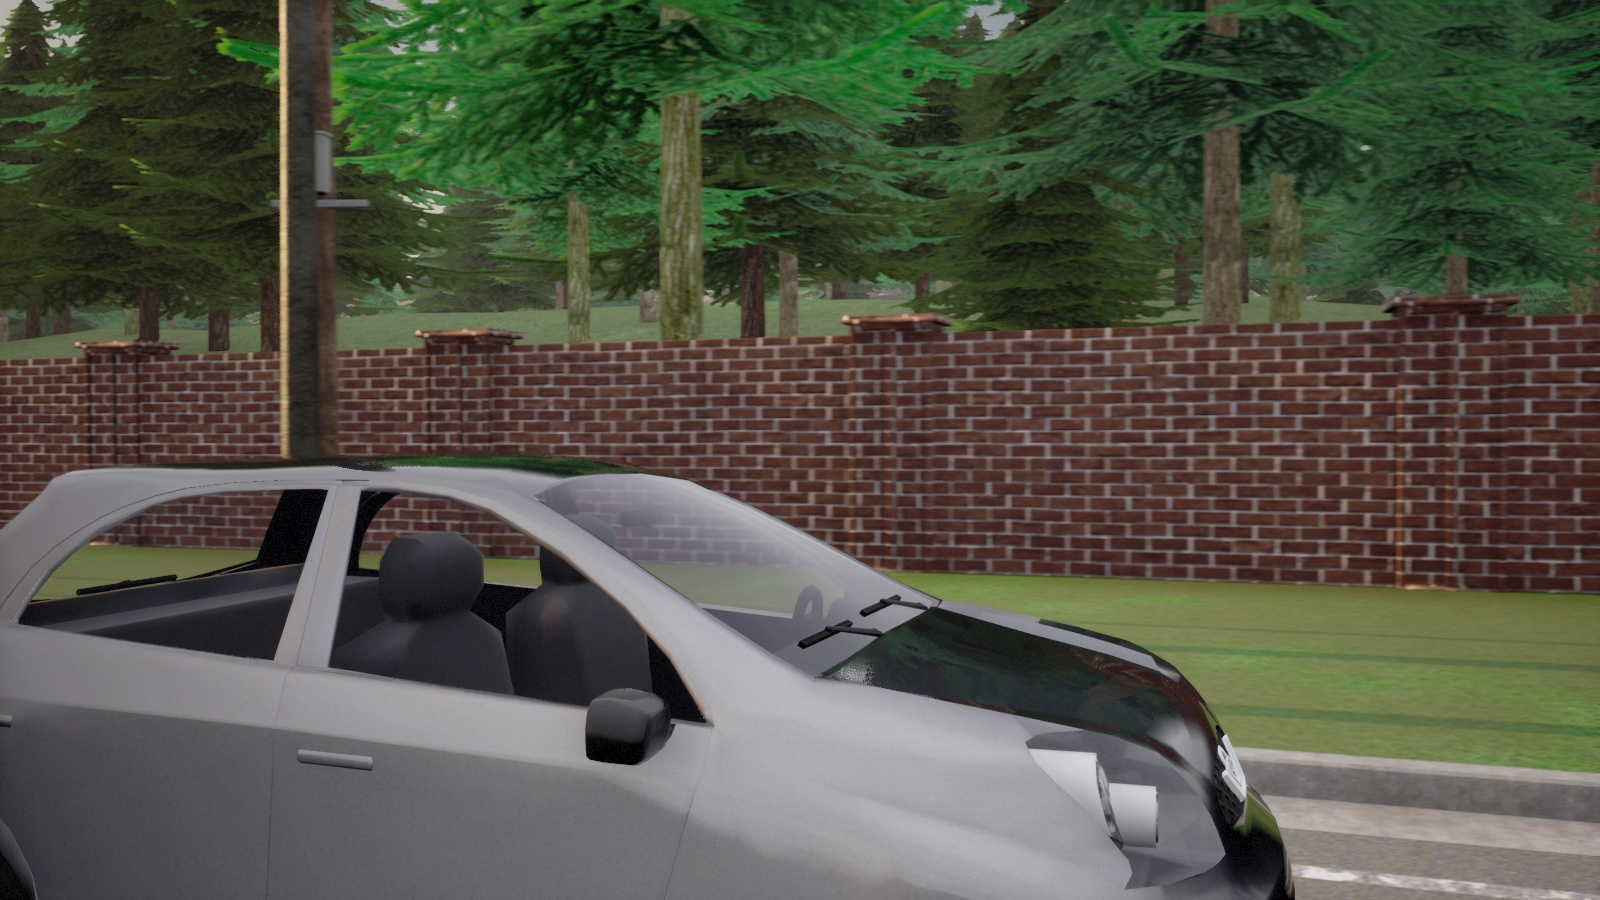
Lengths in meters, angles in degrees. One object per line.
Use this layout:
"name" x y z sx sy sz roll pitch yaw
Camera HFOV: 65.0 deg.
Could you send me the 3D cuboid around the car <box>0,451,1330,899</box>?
"car" -0.613 0.784 3.400 3.633 1.501 1.845 1 1 19
